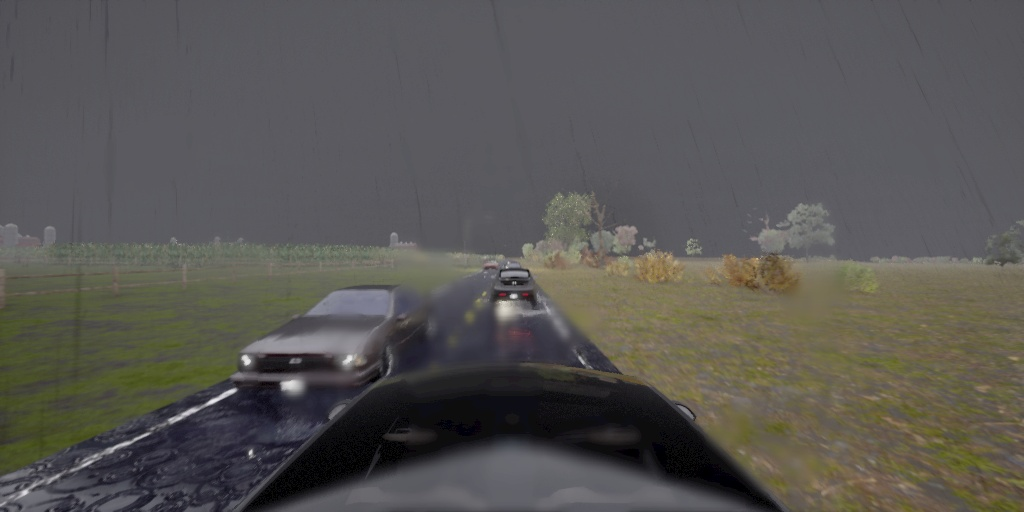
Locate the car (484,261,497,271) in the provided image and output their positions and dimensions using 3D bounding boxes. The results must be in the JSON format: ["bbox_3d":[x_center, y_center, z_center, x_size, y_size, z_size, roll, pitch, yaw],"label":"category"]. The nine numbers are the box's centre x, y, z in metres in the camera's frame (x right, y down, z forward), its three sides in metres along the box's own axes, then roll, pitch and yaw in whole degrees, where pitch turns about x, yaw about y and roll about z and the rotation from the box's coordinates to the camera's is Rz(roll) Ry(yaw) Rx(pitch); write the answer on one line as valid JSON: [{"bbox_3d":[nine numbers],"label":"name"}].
[{"bbox_3d":[-2.826,1.358,48.979,1.895,1.301,4.718,0,0,0],"label":"car"}]

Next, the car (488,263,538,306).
[{"bbox_3d":[0.101,1.257,15.845,1.837,1.490,4.892,0,0,0],"label":"car"}]

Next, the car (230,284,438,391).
[{"bbox_3d":[-2.850,1.298,7.311,2.033,1.411,5.357,0,0,0],"label":"car"}]
